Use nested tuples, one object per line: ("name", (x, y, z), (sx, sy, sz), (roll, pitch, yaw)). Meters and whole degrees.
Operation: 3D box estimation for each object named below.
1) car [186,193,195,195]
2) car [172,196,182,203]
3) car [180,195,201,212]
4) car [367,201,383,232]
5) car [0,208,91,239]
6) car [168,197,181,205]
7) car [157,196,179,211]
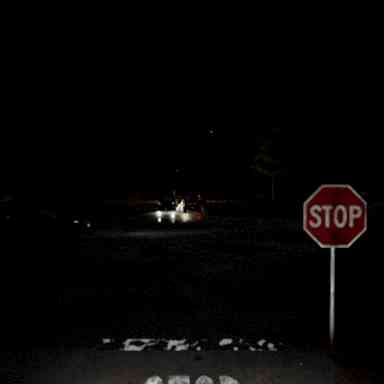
("car", (-0.231, 1.227, 64.572), (2.150, 2.045, 5.566), (0, 0, 0))
("car", (-3.118, 1.526, 70.087), (2.033, 1.411, 5.357), (0, 0, 0))
("car", (-0.009, 1.476, 37.663), (2.128, 1.511, 4.902), (0, 0, -1))
("car", (10.982, 1.217, 17.857), (5.008, 1.535, 1.882), (-1, 0, -8))
("car", (-8.044, 1.620, 17.935), (4.902, 1.511, 2.128), (-2, 0, 0))
("car", (-3.077, 1.563, 59.679), (1.994, 1.385, 4.181), (0, 0, 0))
("car", (-2.985, 1.337, 40.310), (2.097, 1.767, 4.553), (0, 0, -1))
